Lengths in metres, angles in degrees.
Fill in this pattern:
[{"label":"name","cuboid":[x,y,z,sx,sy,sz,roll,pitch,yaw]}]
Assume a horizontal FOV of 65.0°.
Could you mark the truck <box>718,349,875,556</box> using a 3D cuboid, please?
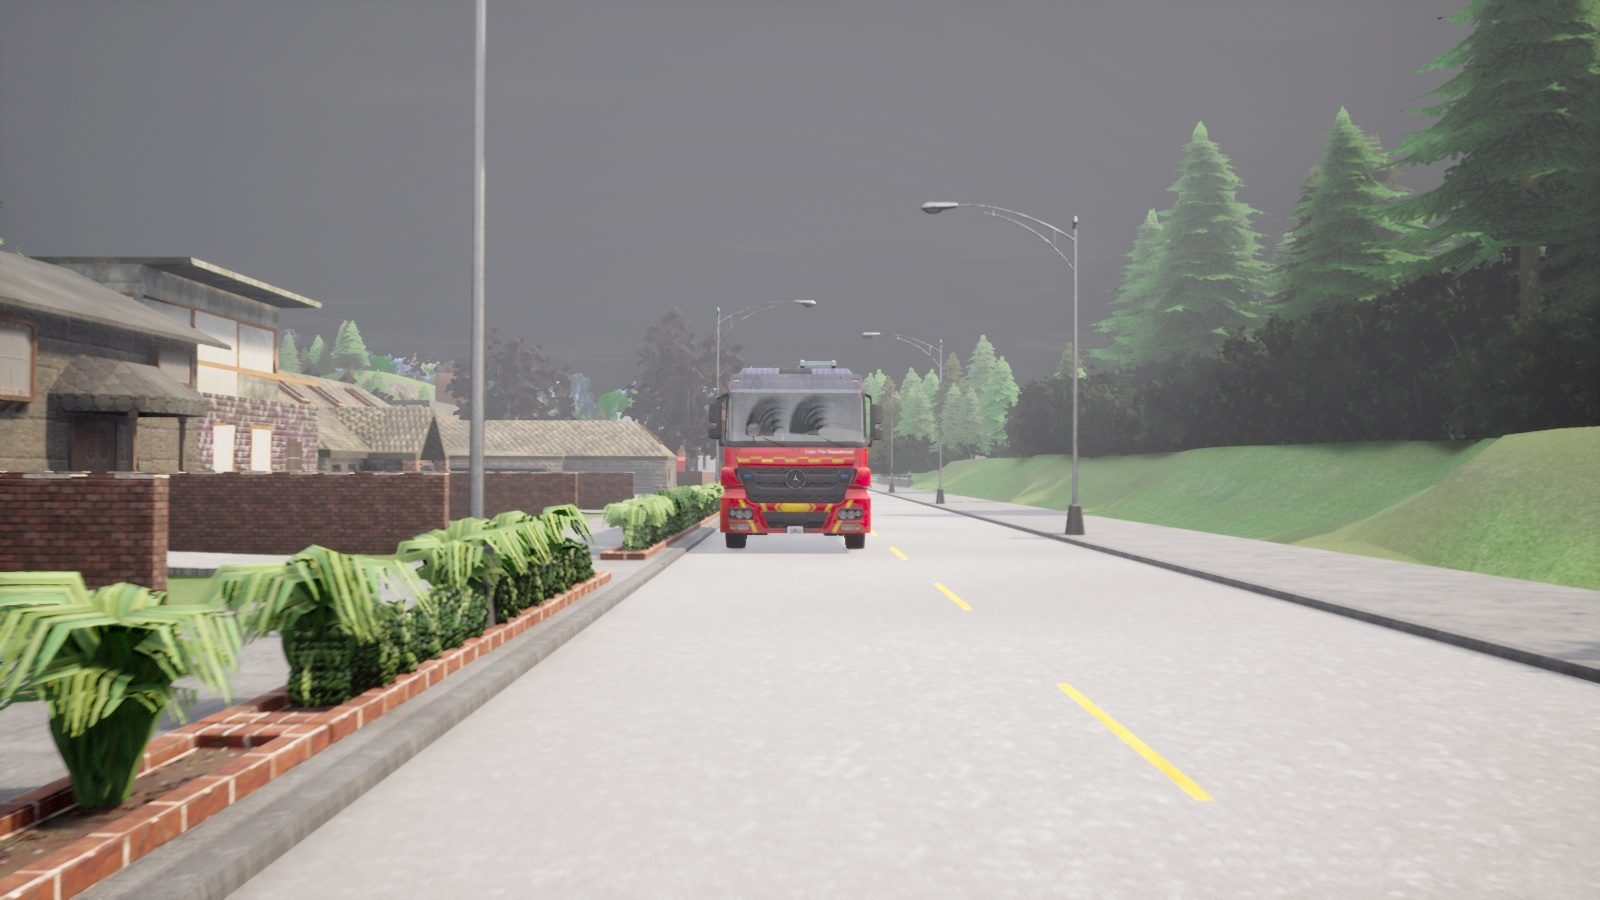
[{"label":"truck","cuboid":[-0.084,0.110,27.471,2.891,3.827,8.468,0,-1,0]}]
